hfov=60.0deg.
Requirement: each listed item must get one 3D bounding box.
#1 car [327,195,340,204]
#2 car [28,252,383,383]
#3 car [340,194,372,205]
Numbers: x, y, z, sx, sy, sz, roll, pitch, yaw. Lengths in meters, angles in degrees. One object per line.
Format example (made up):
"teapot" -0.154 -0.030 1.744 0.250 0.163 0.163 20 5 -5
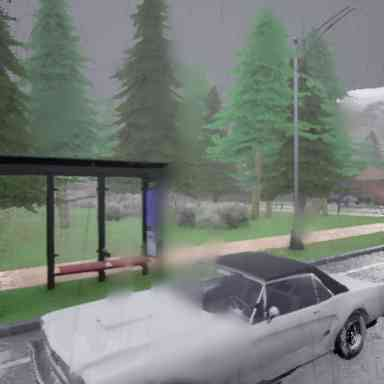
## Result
"car" 21.621 0.844 48.816 3.866 1.878 1.905 0 0 -37
"car" 0.525 1.581 4.358 4.718 1.301 1.895 0 0 -35
"car" 23.440 0.839 47.036 4.605 1.855 1.932 0 0 -37
